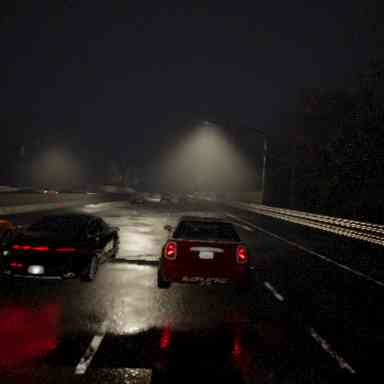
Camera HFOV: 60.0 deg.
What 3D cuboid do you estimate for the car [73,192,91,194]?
[{"bbox_3d":[-19.045,0.635,59.274,1.994,1.385,4.181,4,0,-2],"label":"car"}]

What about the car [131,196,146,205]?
[{"bbox_3d":[-8.289,1.268,52.155,1.994,1.385,4.181,4,0,-2],"label":"car"}]

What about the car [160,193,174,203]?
[{"bbox_3d":[-5.367,1.181,68.732,2.150,2.045,5.566,4,0,-2],"label":"car"}]

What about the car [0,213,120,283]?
[{"bbox_3d":[-3.258,1.342,9.209,1.837,1.490,4.892,4,0,-2],"label":"car"}]

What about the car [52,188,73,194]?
[{"bbox_3d":[-22.520,0.204,59.102,2.097,1.767,4.553,4,0,-2],"label":"car"}]

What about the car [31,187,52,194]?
[{"bbox_3d":[-26.010,-0.020,59.110,2.097,1.767,4.553,4,0,-2],"label":"car"}]

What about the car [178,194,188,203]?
[{"bbox_3d":[-2.107,1.688,74.885,1.837,1.490,4.892,4,0,-2],"label":"car"}]

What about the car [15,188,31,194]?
[{"bbox_3d":[-29.507,-0.033,58.869,1.994,1.385,4.181,4,0,-2],"label":"car"}]

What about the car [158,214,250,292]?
[{"bbox_3d":[0.243,1.406,9.414,2.097,1.767,4.553,4,0,-2],"label":"car"}]
